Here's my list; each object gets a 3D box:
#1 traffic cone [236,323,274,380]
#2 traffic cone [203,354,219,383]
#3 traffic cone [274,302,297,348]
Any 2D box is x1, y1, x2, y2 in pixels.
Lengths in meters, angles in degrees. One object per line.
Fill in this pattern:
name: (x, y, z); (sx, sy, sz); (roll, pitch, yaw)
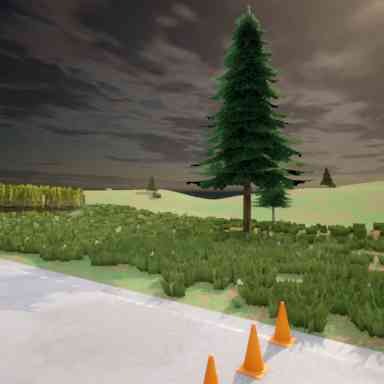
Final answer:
traffic cone: (0.780, 1.955, 4.205); (0.340, 0.580, 0.340); (0, 0, 36)
traffic cone: (0.195, 1.955, 3.394); (0.340, 0.580, 0.340); (0, 0, 36)
traffic cone: (1.364, 1.955, 5.017); (0.340, 0.580, 0.340); (0, 0, 36)
